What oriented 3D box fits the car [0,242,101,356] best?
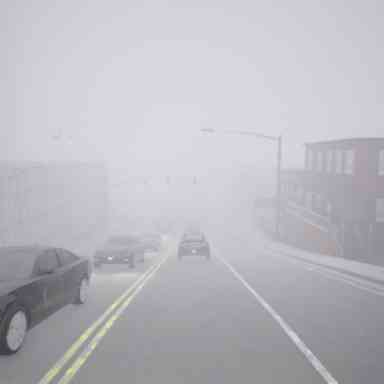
[{"bbox_3d":[-3.585,1.850,6.759,1.882,1.535,5.008,0,-5,0],"label":"car"}]

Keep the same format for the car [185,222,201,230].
[{"bbox_3d":[0.106,4.239,39.935,1.895,1.301,4.718,0,2,0],"label":"car"}]

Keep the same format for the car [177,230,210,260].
[{"bbox_3d":[0.112,3.306,20.603,2.128,1.511,4.902,0,-6,0],"label":"car"}]

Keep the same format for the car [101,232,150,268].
[{"bbox_3d":[-3.540,2.932,16.931,1.837,1.490,4.892,0,-6,0],"label":"car"}]

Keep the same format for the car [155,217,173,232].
[{"bbox_3d":[-3.480,4.040,42.018,2.128,1.511,4.902,0,3,0],"label":"car"}]

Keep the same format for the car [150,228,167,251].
[{"bbox_3d":[-3.485,3.968,27.301,2.033,1.411,5.357,0,-4,0],"label":"car"}]
